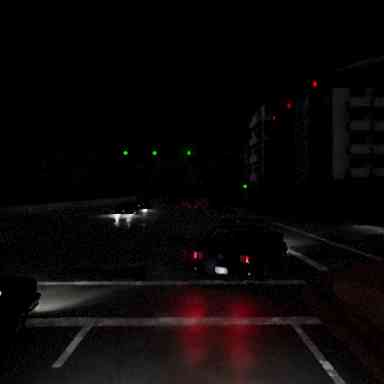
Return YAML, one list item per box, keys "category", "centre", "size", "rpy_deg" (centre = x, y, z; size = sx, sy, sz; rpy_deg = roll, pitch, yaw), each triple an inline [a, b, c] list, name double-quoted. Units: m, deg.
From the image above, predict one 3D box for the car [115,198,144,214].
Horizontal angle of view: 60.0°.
- category: "car"
  centre: [-7.080, 1.627, 37.021]
  size: [2.033, 1.411, 5.357]
  rpy_deg: [0, 0, 0]

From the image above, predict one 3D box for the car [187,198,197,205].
- category: "car"
  centre: [0.005, 1.732, 61.064]
  size: [1.895, 1.301, 4.718]
  rpy_deg: [0, 0, 0]

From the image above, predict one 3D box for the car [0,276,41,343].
- category: "car"
  centre: [-3.500, 1.555, 3.387]
  size: [2.033, 1.411, 5.357]
  rpy_deg: [0, 0, -2]

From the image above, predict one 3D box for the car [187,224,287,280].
- category: "car"
  centre: [1.608, 1.623, 10.133]
  size: [1.895, 1.301, 4.718]
  rpy_deg: [0, 0, 24]

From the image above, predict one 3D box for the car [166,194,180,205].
- category: "car"
  centre: [-3.495, 1.353, 61.051]
  size: [2.150, 2.045, 5.566]
  rpy_deg: [0, 0, 0]

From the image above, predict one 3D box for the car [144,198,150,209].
- category: "car"
  centre: [-7.074, 1.606, 47.167]
  size: [1.837, 1.490, 4.892]
  rpy_deg: [0, 0, 0]
